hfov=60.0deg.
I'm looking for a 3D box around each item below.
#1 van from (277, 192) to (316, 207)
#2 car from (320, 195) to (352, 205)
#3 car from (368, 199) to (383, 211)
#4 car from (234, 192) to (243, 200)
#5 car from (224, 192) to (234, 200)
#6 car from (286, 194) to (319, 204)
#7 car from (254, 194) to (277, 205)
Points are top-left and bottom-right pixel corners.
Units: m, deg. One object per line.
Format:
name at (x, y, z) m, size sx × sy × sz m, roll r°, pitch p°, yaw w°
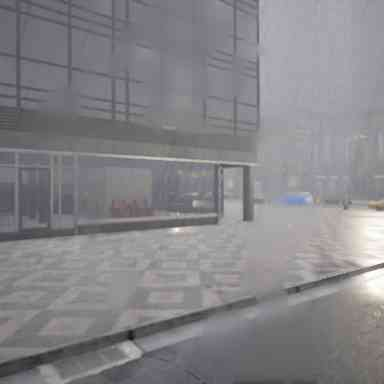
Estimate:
van at (13.008, 0.933, 41.221) m, size 1.690 × 1.788 × 3.998 m, roll 0°, pitch 0°, yaw -35°
car at (19.969, 1.118, 46.142) m, size 1.947 × 1.339 × 4.313 m, roll 1°, pitch 0°, yaw -35°
car at (19.580, 1.240, 31.896) m, size 1.752 × 1.417 × 4.829 m, roll 0°, pitch 0°, yaw -35°
car at (10.257, 0.877, 59.917) m, size 2.008 × 1.369 × 4.403 m, roll 1°, pitch 0°, yaw -35°
car at (7.022, 0.685, 64.506) m, size 1.967 × 1.590 × 4.097 m, roll 1°, pitch 0°, yaw -35°
car at (16.733, 1.027, 50.732) m, size 1.887 × 1.381 × 4.507 m, roll 1°, pitch 0°, yaw -35°
car at (9.769, 1.073, 45.813) m, size 2.008 × 1.369 × 4.403 m, roll 1°, pitch 0°, yaw -35°
